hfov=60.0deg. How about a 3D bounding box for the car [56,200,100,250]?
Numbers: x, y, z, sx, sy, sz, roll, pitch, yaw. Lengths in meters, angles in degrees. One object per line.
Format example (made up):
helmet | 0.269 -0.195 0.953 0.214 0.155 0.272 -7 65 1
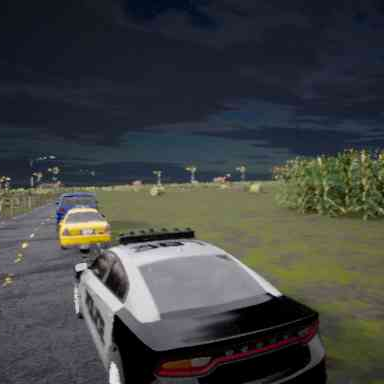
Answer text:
car | -4.594 1.343 13.926 1.801 1.575 5.366 -2 1 -22

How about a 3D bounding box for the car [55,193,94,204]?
car | -6.652 1.076 19.293 2.150 2.045 5.566 -1 1 -20

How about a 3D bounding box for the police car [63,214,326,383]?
police car | -0.551 1.360 4.859 1.930 1.638 5.238 -2 1 -26

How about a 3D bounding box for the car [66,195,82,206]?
car | -16.933 1.205 47.945 1.994 1.385 4.181 -1 1 -18

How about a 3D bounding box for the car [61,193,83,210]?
car | -13.803 1.069 38.520 2.097 1.767 4.553 -1 1 -17

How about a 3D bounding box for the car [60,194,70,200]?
car | -28.419 1.081 74.665 1.895 1.301 4.718 -1 1 -18
